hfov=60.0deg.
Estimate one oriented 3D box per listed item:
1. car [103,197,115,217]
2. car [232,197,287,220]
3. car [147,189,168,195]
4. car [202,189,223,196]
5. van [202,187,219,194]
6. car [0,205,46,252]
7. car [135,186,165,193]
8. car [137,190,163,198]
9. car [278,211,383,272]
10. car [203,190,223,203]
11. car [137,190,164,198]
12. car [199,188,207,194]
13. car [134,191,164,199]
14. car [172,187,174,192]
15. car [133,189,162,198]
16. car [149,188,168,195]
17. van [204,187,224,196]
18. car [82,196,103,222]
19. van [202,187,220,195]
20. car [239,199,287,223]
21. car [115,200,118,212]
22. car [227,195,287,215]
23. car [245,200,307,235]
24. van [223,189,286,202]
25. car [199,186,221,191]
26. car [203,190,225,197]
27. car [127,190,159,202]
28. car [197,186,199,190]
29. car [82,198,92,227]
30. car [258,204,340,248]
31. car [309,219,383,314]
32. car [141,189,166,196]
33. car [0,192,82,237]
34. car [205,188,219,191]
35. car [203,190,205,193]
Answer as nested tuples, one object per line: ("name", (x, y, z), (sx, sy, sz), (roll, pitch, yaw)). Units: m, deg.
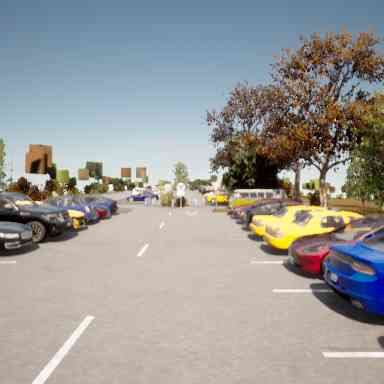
("car", (-8.011, 1.136, 22.533), (4.792, 1.488, 2.163), (0, 1, 0))
("car", (5.043, 1.215, 19.942), (4.674, 1.452, 2.002), (0, 1, 0))
("car", (-8.355, 0.013, 80.094), (4.892, 1.521, 2.231), (0, 2, 0))
("car", (4.762, 0.121, 77.417), (4.792, 1.488, 2.163), (0, 2, 0))
("van", (4.840, -0.425, 88.354), (4.442, 1.987, 1.878), (0, 1, 0))
("car", (-8.046, 1.345, 11.386), (4.892, 1.521, 2.231), (0, 1, 0))
("car", (-8.305, 0.388, 60.674), (5.566, 2.045, 2.435), (0, 2, 0))
("car", (-8.331, 0.455, 66.232), (4.892, 1.521, 2.231), (0, 2, 0))
("car", (5.011, 1.408, 8.788), (4.792, 1.488, 2.163), (0, 1, 0))
("car", (4.748, 0.914, 52.498), (5.008, 1.535, 2.097), (0, 2, 0))
("car", (-8.525, 0.359, 69.006), (5.366, 1.575, 1.946), (0, 2, 0))
("car", (4.559, 0.546, 63.449), (5.366, 1.575, 1.946), (0, 2, 0))
("car", (-8.150, 0.544, 63.457), (5.366, 1.575, 1.946), (0, 2, 0))
("car", (-8.390, -0.310, 93.972), (4.792, 1.488, 2.163), (0, 1, 0))
("car", (-8.325, 0.732, 57.908), (5.008, 1.535, 2.097), (0, 2, 0))
("car", (-8.320, -0.189, 82.870), (4.553, 1.767, 2.185), (0, 2, 0))
("van", (4.852, -0.048, 74.639), (4.442, 1.987, 1.878), (0, 2, 0))
("car", (-8.009, 1.053, 19.744), (4.553, 1.767, 2.185), (0, 1, 0))
("van", (4.620, -0.285, 82.799), (4.442, 1.987, 1.878), (0, 2, 0))
("car", (5.069, 1.272, 17.031), (4.792, 1.488, 2.163), (0, 1, 0))
("car", (-8.069, 1.064, 25.316), (4.792, 1.488, 2.163), (0, 1, 0))
("car", (5.043, 1.143, 22.726), (4.674, 1.452, 2.002), (0, 1, 0))
("car", (5.226, 1.295, 14.238), (5.366, 1.575, 1.946), (0, 1, 0))
("van", (4.913, 0.809, 25.392), (4.442, 1.987, 1.878), (-1, 1, 0))
("car", (4.769, 0.113, 68.978), (5.566, 2.045, 2.435), (0, 2, 0))
("car", (4.709, 0.301, 71.755), (4.792, 1.488, 2.163), (0, 2, 0))
("car", (-8.358, 0.854, 55.134), (4.792, 1.488, 2.163), (0, 2, 0))
("car", (4.691, -0.587, 93.891), (5.566, 2.045, 2.435), (0, 1, 0))
("car", (-8.045, 1.243, 16.968), (5.008, 1.535, 2.097), (0, 1, 0))
("car", (5.226, 1.341, 11.443), (5.366, 1.575, 1.946), (0, 1, 0))
("car", (5.035, 1.401, 5.997), (5.008, 1.535, 2.097), (0, 0, 0))
("car", (-8.530, 0.172, 74.676), (5.366, 1.575, 1.946), (0, 2, 0))
("car", (-8.011, 1.047, 14.170), (5.566, 2.045, 2.435), (0, 1, 0))
("car", (4.783, 0.696, 55.264), (4.553, 1.767, 2.185), (0, 2, 0))
("car", (4.720, 0.763, 57.913), (4.792, 1.488, 2.163), (0, 2, 0))
